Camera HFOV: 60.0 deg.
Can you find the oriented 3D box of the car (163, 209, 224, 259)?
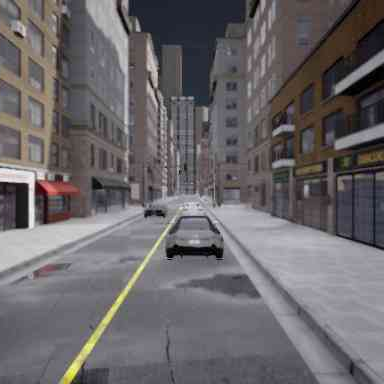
[{"bbox_3d":[0.088,1.573,12.621,1.994,1.385,4.181,0,0,0],"label":"car"}]

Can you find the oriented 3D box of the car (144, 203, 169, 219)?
[{"bbox_3d":[-3.102,1.613,29.430,1.895,1.301,4.718,0,0,0],"label":"car"}]

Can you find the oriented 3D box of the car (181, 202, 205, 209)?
[{"bbox_3d":[0.085,1.538,28.054,1.812,1.442,4.674,0,0,0],"label":"car"}]
